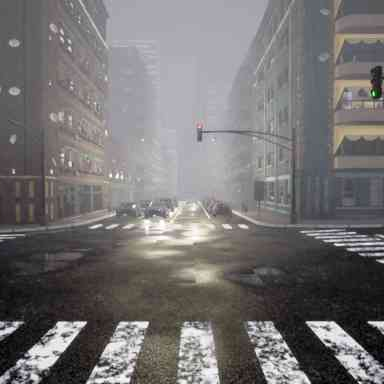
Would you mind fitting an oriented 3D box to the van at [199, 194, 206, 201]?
[{"bbox_3d":[2.736,1.379,85.512,1.690,1.788,3.998,-1,0,0],"label":"van"}]

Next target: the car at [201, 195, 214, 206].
[{"bbox_3d":[2.714,1.554,46.847,1.887,1.381,4.507,0,0,0],"label":"car"}]

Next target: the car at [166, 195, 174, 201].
[{"bbox_3d":[-5.643,1.563,85.359,1.752,1.417,4.829,0,0,0],"label":"car"}]

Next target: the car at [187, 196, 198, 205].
[{"bbox_3d":[0.038,1.543,59.734,1.812,1.442,4.674,0,0,0],"label":"car"}]

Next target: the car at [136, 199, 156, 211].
[{"bbox_3d":[-5.670,1.573,41.341,1.947,1.339,4.313,0,0,0],"label":"car"}]

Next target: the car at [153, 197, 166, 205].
[{"bbox_3d":[-5.660,1.561,57.912,1.887,1.381,4.507,0,0,0],"label":"car"}]

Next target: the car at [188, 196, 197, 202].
[{"bbox_3d":[0.045,1.452,69.770,1.895,1.301,4.718,0,0,0],"label":"car"}]

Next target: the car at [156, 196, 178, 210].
[{"bbox_3d":[-3.072,1.511,39.918,1.837,1.490,4.892,0,0,0],"label":"car"}]

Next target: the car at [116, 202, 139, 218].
[{"bbox_3d":[-5.677,1.568,30.294,1.947,1.339,4.313,0,0,0],"label":"car"}]

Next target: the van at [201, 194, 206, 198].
[{"bbox_3d":[2.716,1.354,52.370,1.690,1.788,3.998,0,0,0],"label":"van"}]

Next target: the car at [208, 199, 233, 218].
[{"bbox_3d":[2.704,1.584,30.277,1.802,1.307,4.206,0,0,0],"label":"car"}]

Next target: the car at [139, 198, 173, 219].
[{"bbox_3d":[-3.082,1.550,29.800,2.033,1.411,5.357,0,0,0],"label":"car"}]

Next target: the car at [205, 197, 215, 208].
[{"bbox_3d":[2.707,1.570,35.800,1.947,1.339,4.313,0,0,0],"label":"car"}]

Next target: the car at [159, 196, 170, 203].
[{"bbox_3d":[-5.653,1.605,68.959,1.802,1.307,4.206,0,0,0],"label":"car"}]
